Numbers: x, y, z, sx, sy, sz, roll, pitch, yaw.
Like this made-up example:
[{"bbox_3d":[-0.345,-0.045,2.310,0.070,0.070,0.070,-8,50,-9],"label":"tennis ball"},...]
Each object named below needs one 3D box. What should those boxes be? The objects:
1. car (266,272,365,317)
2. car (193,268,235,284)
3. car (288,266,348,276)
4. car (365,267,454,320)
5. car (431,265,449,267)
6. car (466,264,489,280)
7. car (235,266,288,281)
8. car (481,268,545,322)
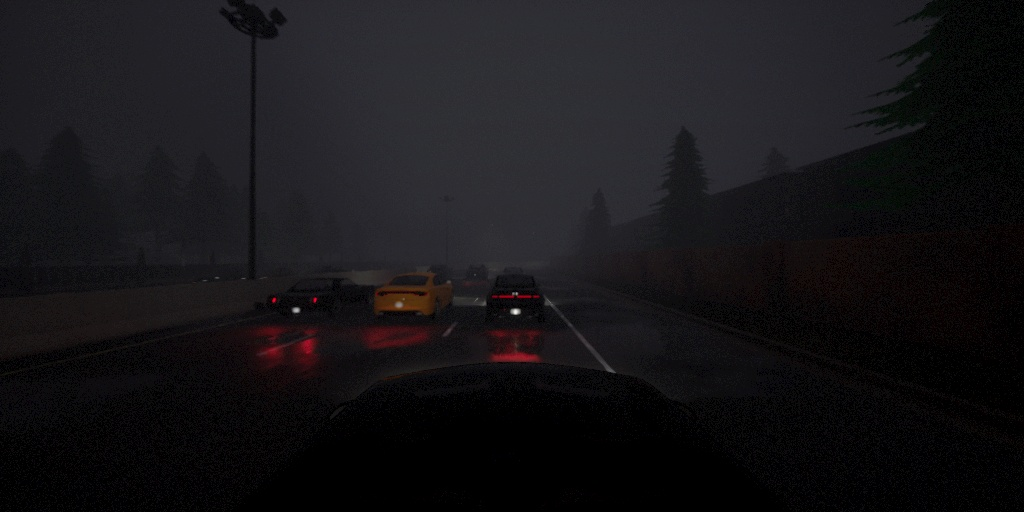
[{"bbox_3d":[-6.895,1.462,13.678,1.895,1.301,4.718,0,-1,0],"label":"car"},{"bbox_3d":[-21.083,1.547,26.595,1.994,1.385,4.181,0,-1,0],"label":"car"},{"bbox_3d":[-14.084,1.478,27.020,2.128,1.511,4.902,0,-1,0],"label":"car"},{"bbox_3d":[-3.397,1.335,13.258,1.882,1.535,5.008,0,0,0],"label":"car"},{"bbox_3d":[-6.889,1.562,34.657,1.837,1.490,4.892,0,0,0],"label":"car"},{"bbox_3d":[-3.390,1.554,35.356,2.128,1.511,4.902,0,0,0],"label":"car"},{"bbox_3d":[-17.585,1.507,26.466,1.812,1.442,4.674,0,-1,0],"label":"car"},{"bbox_3d":[0.104,1.358,12.716,1.837,1.490,4.892,0,0,0],"label":"car"}]
